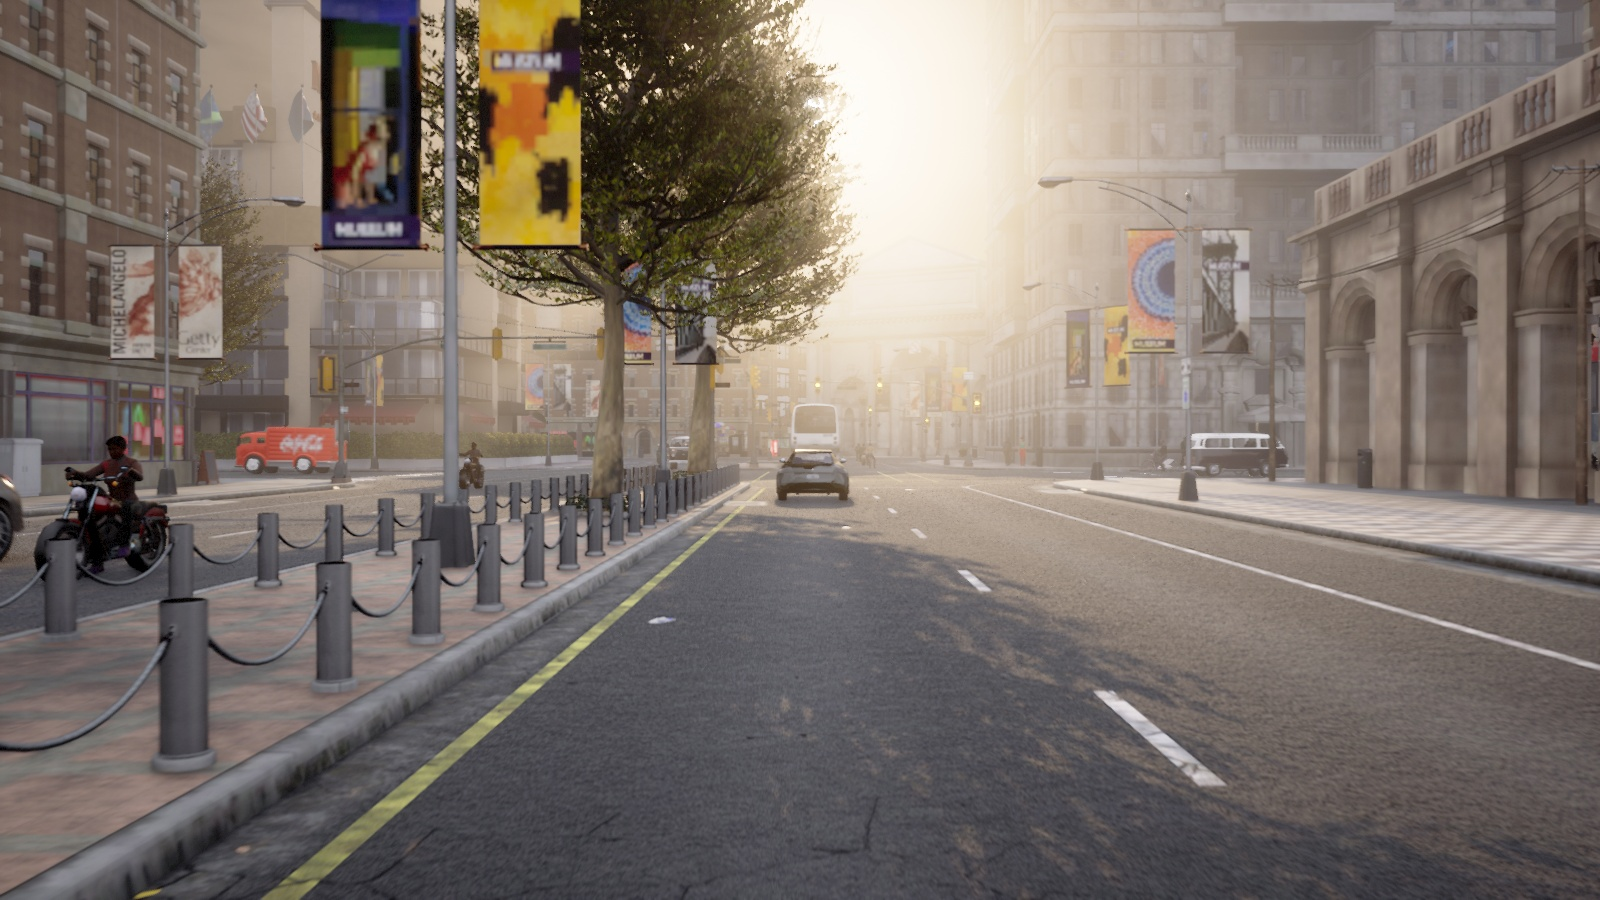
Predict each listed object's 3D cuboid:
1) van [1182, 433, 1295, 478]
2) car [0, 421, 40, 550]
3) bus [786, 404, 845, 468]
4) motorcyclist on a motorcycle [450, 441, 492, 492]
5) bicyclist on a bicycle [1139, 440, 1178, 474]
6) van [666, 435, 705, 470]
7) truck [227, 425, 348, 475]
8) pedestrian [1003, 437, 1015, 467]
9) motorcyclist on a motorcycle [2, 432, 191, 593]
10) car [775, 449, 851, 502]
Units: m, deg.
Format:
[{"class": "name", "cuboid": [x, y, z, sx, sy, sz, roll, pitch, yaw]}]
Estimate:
[{"class": "van", "cuboid": [20.311, 0.255, 58.297, 4.480, 2.038, 2.069, 0, 0, 0]}, {"class": "car", "cuboid": [-11.299, 0.459, 14.316, 2.152, 1.651, 5.027, 0, 0, 1]}, {"class": "bus", "cuboid": [1.092, -0.975, 88.508, 3.944, 4.253, 10.273, 0, 0, 1]}, {"class": "motorcyclist on a motorcycle", "cuboid": [-10.988, 0.519, 42.012, 0.766, 1.649, 2.350, 0, 0, 1]}, {"class": "bicyclist on a bicycle", "cuboid": [18.641, 0.370, 65.309, 1.843, 1.776, 0.659, 0, 0, 0]}, {"class": "van", "cuboid": [-6.948, 0.159, 76.535, 2.069, 2.038, 4.480, 0, 0, -2]}, {"class": "truck", "cuboid": [-26.716, -0.005, 65.618, 5.204, 2.467, 2.627, 1, 0, 1]}, {"class": "pedestrian", "cuboid": [12.922, 0.101, 77.794, 0.540, 1.848, 0.694, 0, 0, -7]}, {"class": "motorcyclist on a motorcycle", "cuboid": [-7.768, 0.634, 14.018, 0.766, 1.649, 2.350, 0, 0, 1]}, {"class": "car", "cuboid": [0.368, 0.669, 35.088, 1.994, 1.385, 4.181, 0, 0, 1]}]
